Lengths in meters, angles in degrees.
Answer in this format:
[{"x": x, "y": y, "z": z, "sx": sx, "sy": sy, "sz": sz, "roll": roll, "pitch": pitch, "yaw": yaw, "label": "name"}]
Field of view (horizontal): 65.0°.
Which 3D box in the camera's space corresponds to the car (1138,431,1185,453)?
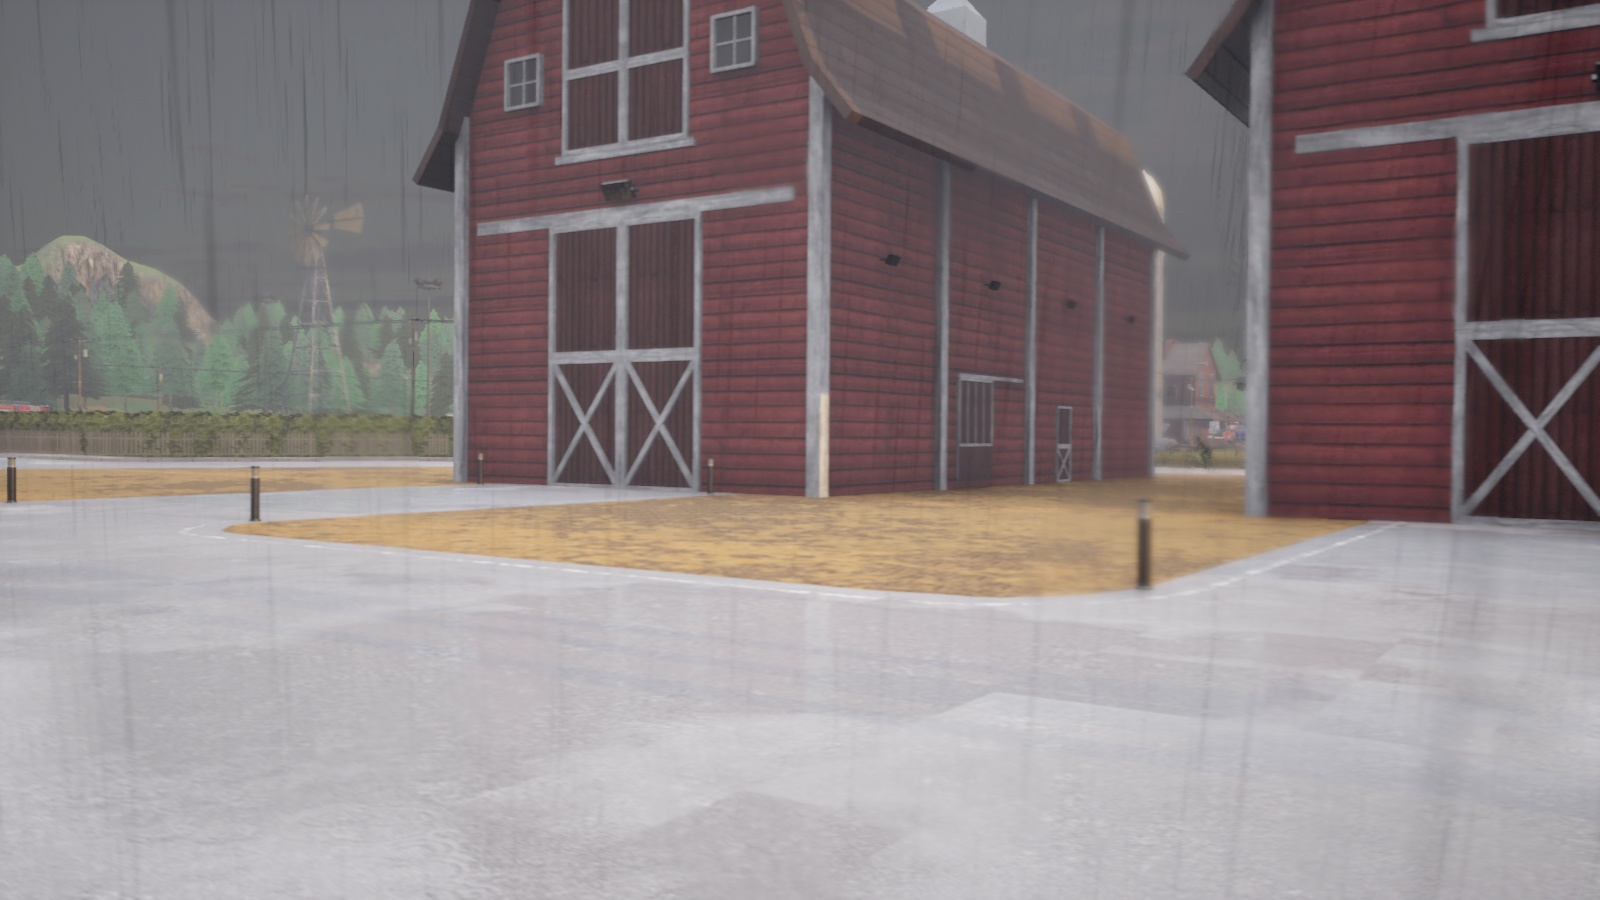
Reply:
[{"x": 25.977, "y": -0.590, "z": 90.171, "sx": 1.837, "sy": 1.490, "sz": 4.892, "roll": 0, "pitch": 1, "yaw": 33, "label": "car"}]
